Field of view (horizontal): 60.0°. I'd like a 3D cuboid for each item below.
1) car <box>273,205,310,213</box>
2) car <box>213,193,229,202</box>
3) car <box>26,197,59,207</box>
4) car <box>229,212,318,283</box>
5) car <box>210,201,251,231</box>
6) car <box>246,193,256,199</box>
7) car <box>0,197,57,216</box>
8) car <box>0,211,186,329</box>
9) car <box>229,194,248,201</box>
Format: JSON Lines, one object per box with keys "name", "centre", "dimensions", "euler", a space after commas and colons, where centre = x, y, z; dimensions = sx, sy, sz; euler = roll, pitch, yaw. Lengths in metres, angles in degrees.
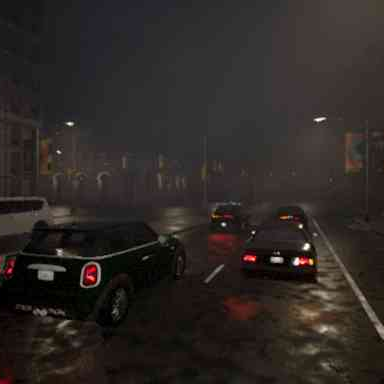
{"name": "car", "centre": [5.849, 1.541, 19.711], "dimensions": [1.837, 1.490, 4.892], "euler": [0, 0, 17]}
{"name": "car", "centre": [6.812, 1.335, 73.166], "dimensions": [2.150, 2.045, 5.566], "euler": [0, 0, 17]}
{"name": "car", "centre": [-23.923, 1.538, 53.243], "dimensions": [4.892, 1.490, 1.837], "euler": [0, 0, 17]}
{"name": "car", "centre": [2.660, 1.565, 9.800], "dimensions": [2.033, 1.411, 5.357], "euler": [0, 0, 18]}
{"name": "car", "centre": [2.462, 1.537, 20.620], "dimensions": [1.837, 1.490, 4.892], "euler": [0, 0, 17]}
{"name": "car", "centre": [14.674, 1.365, 86.515], "dimensions": [2.150, 2.045, 5.566], "euler": [0, 0, 17]}
{"name": "car", "centre": [-8.253, 1.227, 13.811], "dimensions": [2.150, 2.045, 5.566], "euler": [0, 0, 18]}
{"name": "car", "centre": [-1.703, 1.359, 7.351], "dimensions": [2.097, 1.767, 4.553], "euler": [0, 0, 17]}
{"name": "car", "centre": [10.165, 1.653, 72.163], "dimensions": [2.033, 1.411, 5.357], "euler": [0, 0, 17]}
